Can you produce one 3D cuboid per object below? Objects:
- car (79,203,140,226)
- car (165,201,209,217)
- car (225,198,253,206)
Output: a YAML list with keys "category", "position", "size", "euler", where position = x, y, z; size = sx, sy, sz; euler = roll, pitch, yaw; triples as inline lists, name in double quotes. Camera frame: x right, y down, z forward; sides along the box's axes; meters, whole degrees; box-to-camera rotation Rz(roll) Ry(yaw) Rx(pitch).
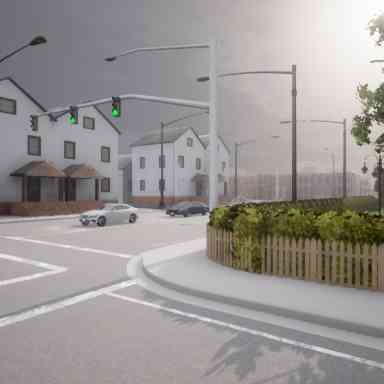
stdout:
- category: "car"
  position: [-5.699, 1.526, 23.451]
  size: [1.812, 1.442, 4.674]
  euler: [0, 0, 35]
- category: "car"
  position: [-0.210, 1.547, 31.400]
  size: [2.033, 1.411, 5.357]
  euler: [0, 0, 35]
- category: "car"
  position: [5.668, 1.491, 39.888]
  size: [2.128, 1.511, 4.902]
  euler: [0, 0, 35]
